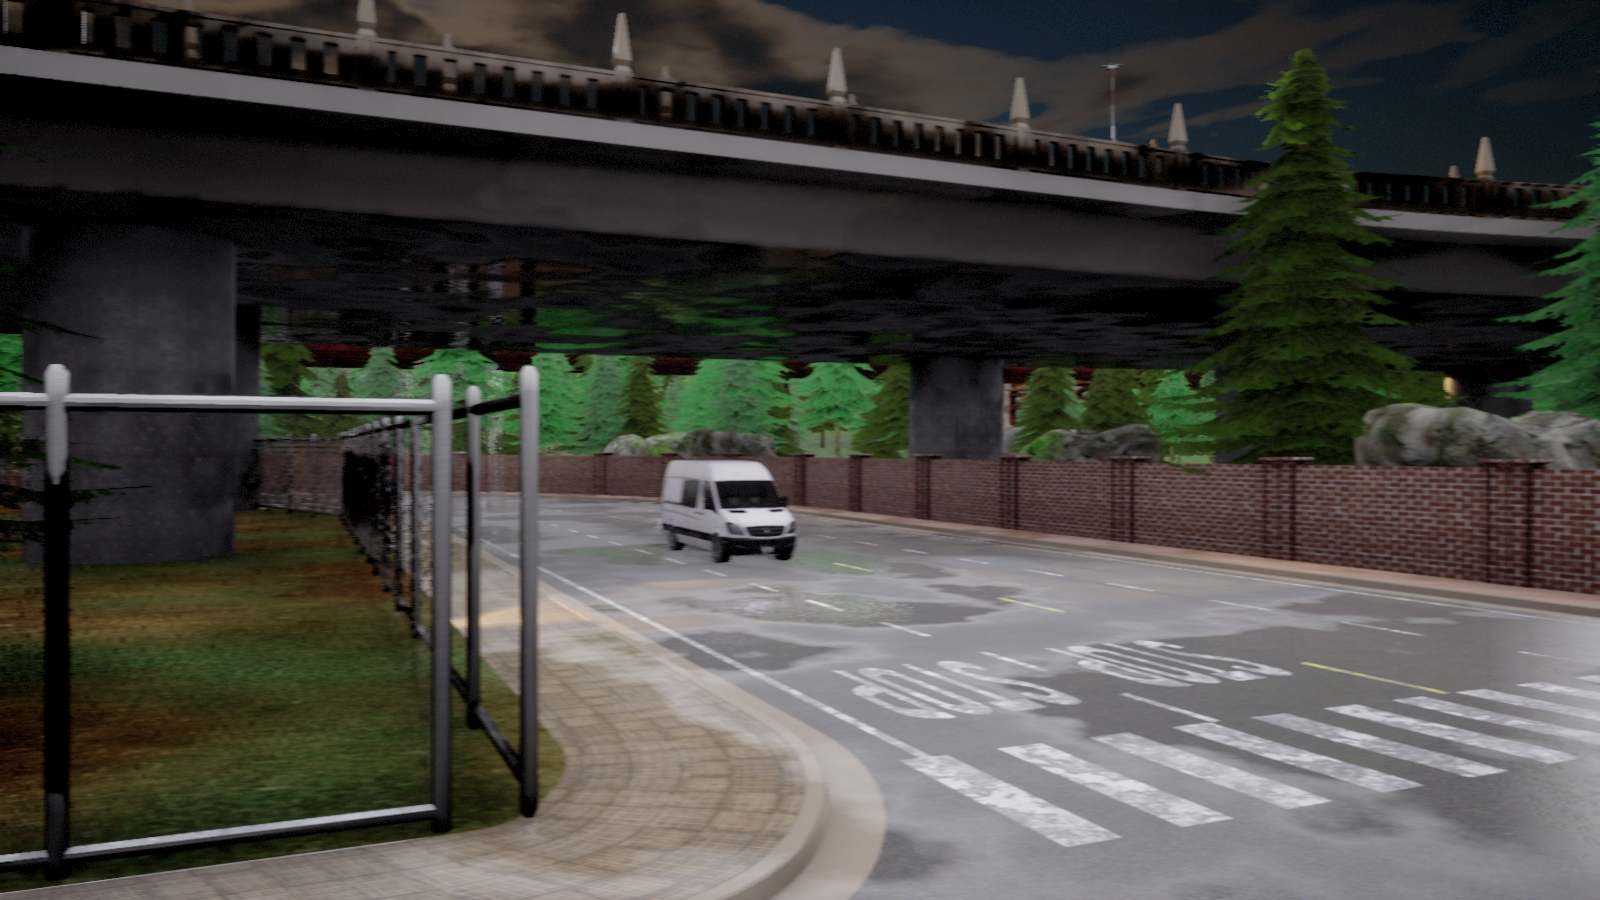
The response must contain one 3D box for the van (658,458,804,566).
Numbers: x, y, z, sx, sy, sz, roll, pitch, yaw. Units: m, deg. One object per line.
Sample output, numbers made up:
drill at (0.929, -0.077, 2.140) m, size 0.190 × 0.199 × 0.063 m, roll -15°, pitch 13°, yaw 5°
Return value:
van at (-1.997, 1.516, 30.773) m, size 1.988 × 2.561 × 5.915 m, roll 0°, pitch 0°, yaw -24°
